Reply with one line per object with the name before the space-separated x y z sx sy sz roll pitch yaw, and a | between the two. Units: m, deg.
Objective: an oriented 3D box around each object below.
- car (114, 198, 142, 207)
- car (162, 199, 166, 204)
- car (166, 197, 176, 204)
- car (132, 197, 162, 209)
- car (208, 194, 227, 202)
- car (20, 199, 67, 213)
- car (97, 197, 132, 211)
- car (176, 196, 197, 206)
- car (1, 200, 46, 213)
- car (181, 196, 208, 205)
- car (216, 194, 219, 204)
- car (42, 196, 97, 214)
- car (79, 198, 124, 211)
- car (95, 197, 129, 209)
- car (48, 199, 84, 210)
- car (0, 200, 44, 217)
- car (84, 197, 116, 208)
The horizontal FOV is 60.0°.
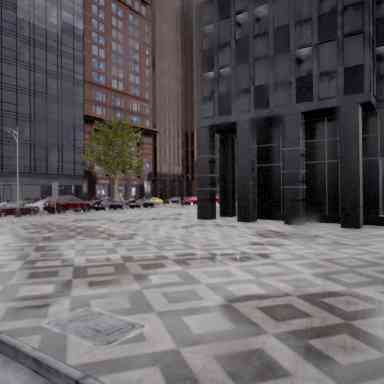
car | -10.199 1.611 53.237 1.802 1.307 4.206 -1 0 35
car | -7.089 1.543 57.736 1.752 1.417 4.829 -1 0 35
car | -3.785 1.573 62.516 1.947 1.339 4.313 -1 0 35
car | -6.396 1.508 43.747 1.947 1.339 4.313 -1 0 35
car | 5.833 1.295 76.433 2.192 1.841 5.009 -1 0 35
car | -17.050 1.566 38.482 1.812 1.442 4.674 -1 0 34
car | -9.602 1.524 39.109 1.947 1.339 4.313 -1 0 35
car | 0.016 1.461 53.024 1.887 1.381 4.507 -1 0 35
car | -19.819 1.641 39.321 1.947 1.339 4.313 -1 0 35
car | 0.452 1.487 58.212 2.033 1.411 5.357 -1 0 35
car | 3.221 1.221 57.664 2.192 1.841 5.009 -1 0 35
car | -12.811 1.289 34.472 2.192 1.841 5.009 -1 0 35
car | -11.159 1.532 41.377 2.033 1.411 5.357 -1 0 35
car | -11.191 1.536 46.947 1.812 1.442 4.674 -1 0 35
car | -16.612 1.641 43.960 1.802 1.307 4.206 -1 0 35
car | -16.015 1.575 29.832 1.802 1.307 4.206 -1 0 35
car | -13.407 1.483 48.598 1.967 1.590 4.097 -1 0 35
